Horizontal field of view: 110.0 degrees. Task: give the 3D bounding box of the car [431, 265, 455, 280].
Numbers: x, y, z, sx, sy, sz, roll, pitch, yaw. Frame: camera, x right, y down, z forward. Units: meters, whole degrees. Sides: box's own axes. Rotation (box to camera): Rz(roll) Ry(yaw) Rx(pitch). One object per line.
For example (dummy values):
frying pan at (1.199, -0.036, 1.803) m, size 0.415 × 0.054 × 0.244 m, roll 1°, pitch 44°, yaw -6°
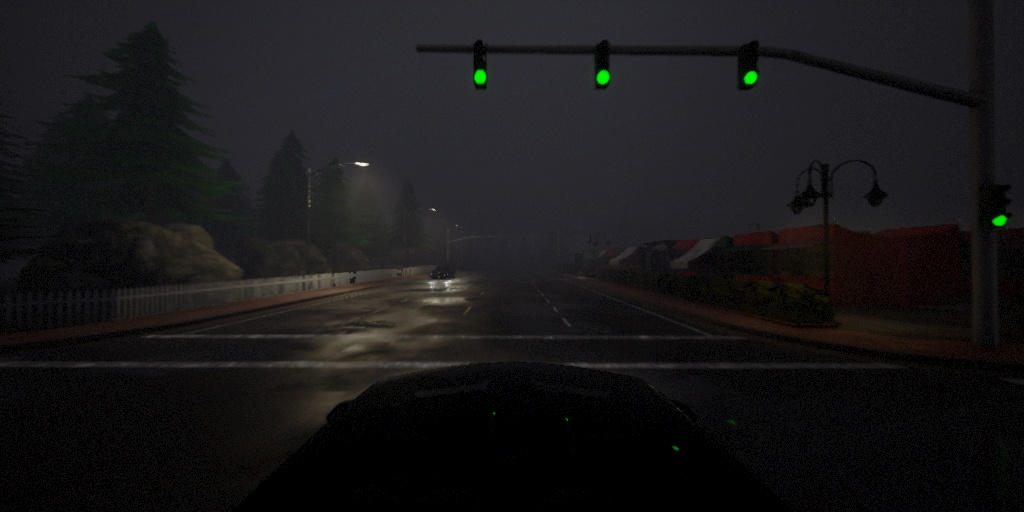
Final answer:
car at (-7.015, 1.720, 36.823) m, size 1.837 × 1.490 × 4.892 m, roll 0°, pitch 1°, yaw 0°
